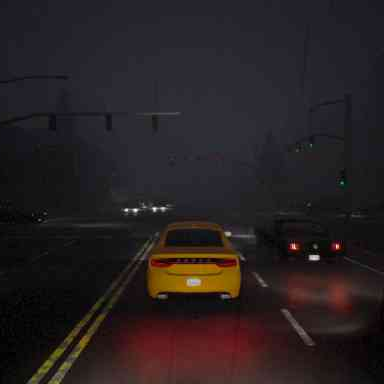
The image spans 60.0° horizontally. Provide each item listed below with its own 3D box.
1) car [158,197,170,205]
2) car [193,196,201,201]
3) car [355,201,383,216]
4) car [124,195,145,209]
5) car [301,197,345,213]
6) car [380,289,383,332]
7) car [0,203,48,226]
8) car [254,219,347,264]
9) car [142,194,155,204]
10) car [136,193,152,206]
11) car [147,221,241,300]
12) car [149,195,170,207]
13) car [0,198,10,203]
[{"bbox_3d":[-5.029,1.564,59.772,1.994,1.385,4.181,0,0,-1],"label":"car"},{"bbox_3d":[1.306,1.595,88.208,1.895,1.301,4.718,0,0,-1],"label":"car"},{"bbox_3d":[18.773,1.547,32.194,5.357,1.411,2.033,0,0,-2],"label":"car"},{"bbox_3d":[-8.208,1.564,46.431,1.994,1.385,4.181,0,0,-1],"label":"car"},{"bbox_3d":[14.083,1.352,35.560,4.553,1.767,2.097,0,0,-2],"label":"car"},{"bbox_3d":[3.597,1.478,2.706,1.882,1.535,5.008,0,0,0],"label":"car"},{"bbox_3d":[-12.530,1.601,22.960,4.718,1.301,1.895,0,0,8],"label":"car"},{"bbox_3d":[3.502,1.601,11.795,1.895,1.301,4.718,0,0,-1],"label":"car"},{"bbox_3d":[-8.653,1.352,66.237,2.097,1.767,4.553,0,0,-1],"label":"car"},{"bbox_3d":[-8.441,1.221,55.750,2.150,2.045,5.566,0,0,-1],"label":"car"},{"bbox_3d":[0.034,1.478,8.471,1.882,1.535,5.008,0,0,0],"label":"car"},{"bbox_3d":[-4.793,1.564,49.743,1.994,1.385,4.181,0,0,-2],"label":"car"},{"bbox_3d":[-16.651,1.220,26.812,5.566,2.045,2.150,0,0,-2],"label":"car"}]
